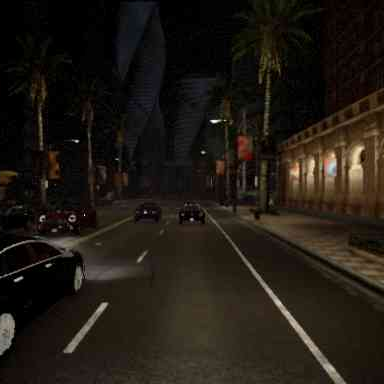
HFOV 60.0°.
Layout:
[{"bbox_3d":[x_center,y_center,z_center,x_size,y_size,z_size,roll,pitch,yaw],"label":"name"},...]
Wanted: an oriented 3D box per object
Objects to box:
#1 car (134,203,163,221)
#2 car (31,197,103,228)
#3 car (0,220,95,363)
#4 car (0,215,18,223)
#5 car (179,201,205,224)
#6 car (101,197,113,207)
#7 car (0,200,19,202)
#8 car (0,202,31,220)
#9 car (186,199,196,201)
[{"bbox_3d":[-3.464,1.569,27.105,2.033,1.411,5.357,0,0,-1],"label":"car"},{"bbox_3d":[-6.982,1.368,19.139,2.097,1.767,4.553,0,0,0],"label":"car"},{"bbox_3d":[-3.400,1.510,5.811,1.837,1.490,4.892,0,0,0],"label":"car"},{"bbox_3d":[-7.002,1.555,8.603,2.033,1.411,5.357,0,0,0],"label":"car"},{"bbox_3d":[-0.003,1.621,25.269,1.895,1.301,4.718,0,0,0],"label":"car"},{"bbox_3d":[-13.931,1.524,52.879,2.231,1.521,4.892,0,0,-1],"label":"car"},{"bbox_3d":[-13.622,1.373,23.505,2.185,1.767,4.553,0,0,-1],"label":"car"},{"bbox_3d":[-10.480,1.506,18.301,2.128,1.511,4.902,0,0,0],"label":"car"},{"bbox_3d":[-0.150,1.582,43.219,2.033,1.411,5.357,0,0,0],"label":"car"}]
